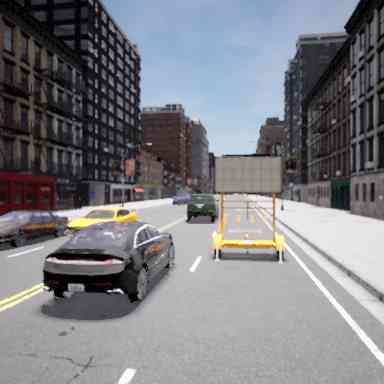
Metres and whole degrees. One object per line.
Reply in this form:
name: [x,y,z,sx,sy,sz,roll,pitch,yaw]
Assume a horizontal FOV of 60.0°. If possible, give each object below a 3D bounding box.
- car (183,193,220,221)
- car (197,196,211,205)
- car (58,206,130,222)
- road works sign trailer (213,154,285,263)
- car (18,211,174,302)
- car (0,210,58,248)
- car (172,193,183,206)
car: [0.956,1.186,26.760,2.150,2.045,5.566,0,0,8]
car: [2.094,1.493,58.642,1.994,1.385,4.181,0,0,8]
car: [-4.094,1.452,15.939,1.882,1.535,5.008,0,0,8]
road works sign trailer: [2.001,0.449,11.958,2.380,3.560,2.880,0,0,8]
car: [-1.709,1.478,8.311,2.128,1.511,4.902,0,0,8]
car: [-7.509,1.520,15.046,2.033,1.411,5.357,0,0,8]
car: [-1.754,1.151,54.836,2.150,2.045,5.566,0,0,8]
